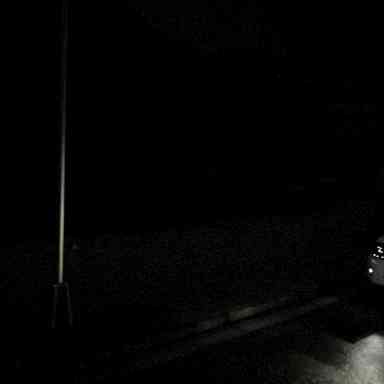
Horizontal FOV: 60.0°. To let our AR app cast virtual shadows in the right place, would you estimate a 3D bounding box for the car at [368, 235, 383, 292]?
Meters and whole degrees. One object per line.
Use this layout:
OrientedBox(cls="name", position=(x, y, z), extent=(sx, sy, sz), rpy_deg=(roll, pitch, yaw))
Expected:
OrientedBox(cls="car", position=(6.268, 1.158, 7.561), extent=(5.566, 2.045, 2.150), rpy_deg=(-1, 0, -36))
